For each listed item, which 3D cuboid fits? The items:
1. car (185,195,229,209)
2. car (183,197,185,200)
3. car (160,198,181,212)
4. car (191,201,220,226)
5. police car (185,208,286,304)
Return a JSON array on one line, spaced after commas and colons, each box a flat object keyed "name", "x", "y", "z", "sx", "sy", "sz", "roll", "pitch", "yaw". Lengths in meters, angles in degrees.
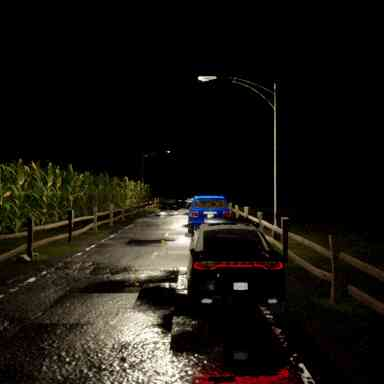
[{"name": "car", "x": 0.875, "y": 1.224, "z": 18.251, "sx": 2.150, "sy": 2.045, "sz": 5.566, "roll": 0, "pitch": 0, "yaw": 0}, {"name": "car", "x": 0.157, "y": 1.622, "z": 46.281, "sx": 1.895, "sy": 1.301, "sz": 4.718, "roll": 0, "pitch": 0, "yaw": 1}, {"name": "car", "x": -2.641, "y": 1.484, "z": 39.041, "sx": 1.882, "sy": 1.535, "sz": 5.008, "roll": 0, "pitch": 0, "yaw": 0}, {"name": "car", "x": 0.892, "y": 1.477, "z": 24.221, "sx": 1.882, "sy": 1.535, "sz": 5.008, "roll": 0, "pitch": 0, "yaw": 0}, {"name": "police car", "x": 0.848, "y": 1.425, "z": 8.331, "sx": 1.930, "sy": 1.638, "sz": 5.238, "roll": 0, "pitch": 0, "yaw": 0}]
